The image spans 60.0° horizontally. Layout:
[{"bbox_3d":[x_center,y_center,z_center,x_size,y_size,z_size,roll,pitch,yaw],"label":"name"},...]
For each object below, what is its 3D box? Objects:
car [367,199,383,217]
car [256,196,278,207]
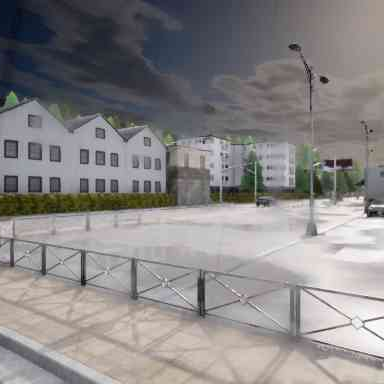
[{"bbox_3d":[15.390,1.298,26.833,2.007,1.523,4.514,0,0,35],"label":"car"},{"bbox_3d":[10.641,1.313,47.153,1.837,1.490,4.892,0,0,32],"label":"car"}]
